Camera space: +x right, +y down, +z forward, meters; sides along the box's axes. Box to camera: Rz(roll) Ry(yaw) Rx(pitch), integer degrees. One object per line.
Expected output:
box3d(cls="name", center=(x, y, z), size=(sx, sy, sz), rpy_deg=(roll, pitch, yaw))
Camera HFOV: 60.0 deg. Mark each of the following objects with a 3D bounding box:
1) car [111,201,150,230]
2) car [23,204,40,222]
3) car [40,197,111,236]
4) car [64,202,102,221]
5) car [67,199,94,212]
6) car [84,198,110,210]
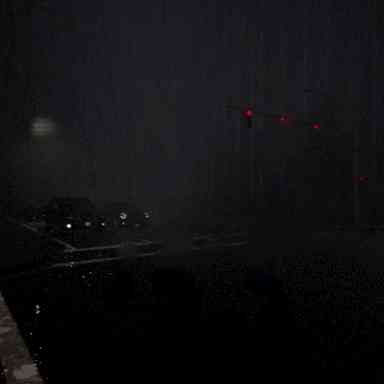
box3d(cls="car", center=(-4.645, 1.458, 22.263), size=(2.097, 1.767, 4.553), rpy_deg=(0, 0, -36))
box3d(cls="car", center=(-12.480, 1.644, 27.213), size=(1.994, 1.385, 4.181), rpy_deg=(0, 0, -35))
box3d(cls="car", center=(-7.010, 1.303, 19.550), size=(2.150, 2.045, 5.566), rpy_deg=(0, 0, -36))
box3d(cls="car", center=(-9.668, 1.668, 29.289), size=(1.994, 1.385, 4.181), rpy_deg=(0, 0, -35))
box3d(cls="car", center=(-14.048, 1.652, 41.699), size=(1.812, 1.442, 4.674), rpy_deg=(0, 0, -36))
box3d(cls="car", center=(-13.420, 1.655, 46.888), size=(1.837, 1.490, 4.892), rpy_deg=(0, 0, -37))
